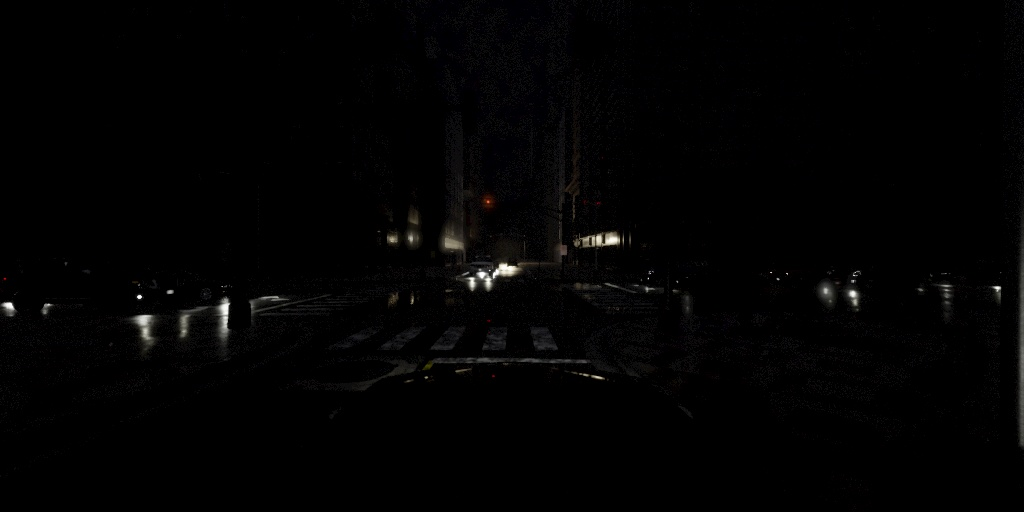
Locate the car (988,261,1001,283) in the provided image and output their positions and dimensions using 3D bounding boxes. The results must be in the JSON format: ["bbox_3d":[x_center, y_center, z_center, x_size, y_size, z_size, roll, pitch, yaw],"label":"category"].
[{"bbox_3d":[31.106,0.891,20.528,4.553,1.767,2.097,0,0,0],"label":"car"}]

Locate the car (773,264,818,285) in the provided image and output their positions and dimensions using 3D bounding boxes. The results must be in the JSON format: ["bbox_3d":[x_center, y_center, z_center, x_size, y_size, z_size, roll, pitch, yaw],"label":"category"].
[{"bbox_3d":[19.882,1.204,23.822,4.718,1.301,1.895,0,0,0],"label":"car"}]

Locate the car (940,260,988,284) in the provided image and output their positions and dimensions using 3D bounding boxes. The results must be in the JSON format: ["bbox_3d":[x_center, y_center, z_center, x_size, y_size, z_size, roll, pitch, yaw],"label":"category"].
[{"bbox_3d":[30.237,1.042,23.782,4.892,1.490,1.837,0,0,0],"label":"car"}]

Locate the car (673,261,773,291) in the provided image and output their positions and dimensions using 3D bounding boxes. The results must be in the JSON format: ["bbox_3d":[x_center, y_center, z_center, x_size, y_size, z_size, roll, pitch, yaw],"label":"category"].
[{"bbox_3d":[11.856,1.187,20.593,4.674,1.442,1.812,0,0,2],"label":"car"}]

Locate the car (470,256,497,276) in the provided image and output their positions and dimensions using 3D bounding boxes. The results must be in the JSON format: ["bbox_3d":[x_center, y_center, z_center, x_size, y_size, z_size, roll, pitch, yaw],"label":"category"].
[{"bbox_3d":[-3.069,0.975,37.291,2.150,2.045,5.566,0,0,0],"label":"car"}]

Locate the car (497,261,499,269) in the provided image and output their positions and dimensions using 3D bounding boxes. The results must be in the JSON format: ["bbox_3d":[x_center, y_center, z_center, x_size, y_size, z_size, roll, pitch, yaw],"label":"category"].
[{"bbox_3d":[-3.049,1.357,47.358,1.895,1.301,4.718,0,0,0],"label":"car"}]

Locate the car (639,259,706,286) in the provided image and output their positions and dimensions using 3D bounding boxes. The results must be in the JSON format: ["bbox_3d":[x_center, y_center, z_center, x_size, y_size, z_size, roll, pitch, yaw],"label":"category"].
[{"bbox_3d":[10.890,1.011,23.891,4.553,1.767,2.097,0,0,2],"label":"car"}]

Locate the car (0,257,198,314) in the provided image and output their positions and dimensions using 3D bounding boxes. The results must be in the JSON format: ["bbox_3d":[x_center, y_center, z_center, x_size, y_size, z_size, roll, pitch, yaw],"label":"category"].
[{"bbox_3d":[-16.089,1.063,13.985,5.566,2.045,2.150,0,0,0],"label":"car"}]

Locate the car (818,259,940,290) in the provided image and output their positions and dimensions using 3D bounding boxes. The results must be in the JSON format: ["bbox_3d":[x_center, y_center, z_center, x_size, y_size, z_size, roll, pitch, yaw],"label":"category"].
[{"bbox_3d":[20.907,0.957,20.568,4.553,1.767,2.097,0,0,0],"label":"car"}]

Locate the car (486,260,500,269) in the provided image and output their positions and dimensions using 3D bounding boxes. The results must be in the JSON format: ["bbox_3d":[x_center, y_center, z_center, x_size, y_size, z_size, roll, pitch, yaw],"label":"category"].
[{"bbox_3d":[-3.024,1.363,57.511,1.895,1.301,4.718,0,0,0],"label":"car"}]

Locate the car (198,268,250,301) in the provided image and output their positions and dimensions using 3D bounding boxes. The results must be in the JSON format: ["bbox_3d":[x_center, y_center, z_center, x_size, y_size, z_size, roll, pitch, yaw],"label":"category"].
[{"bbox_3d":[-15.330,1.334,17.255,4.892,1.490,1.837,0,0,3],"label":"car"}]

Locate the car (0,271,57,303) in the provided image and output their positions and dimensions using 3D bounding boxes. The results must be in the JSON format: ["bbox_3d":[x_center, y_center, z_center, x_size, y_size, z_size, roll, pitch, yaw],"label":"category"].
[{"bbox_3d":[-25.271,1.444,17.262,4.181,1.385,1.994,0,0,0],"label":"car"}]
